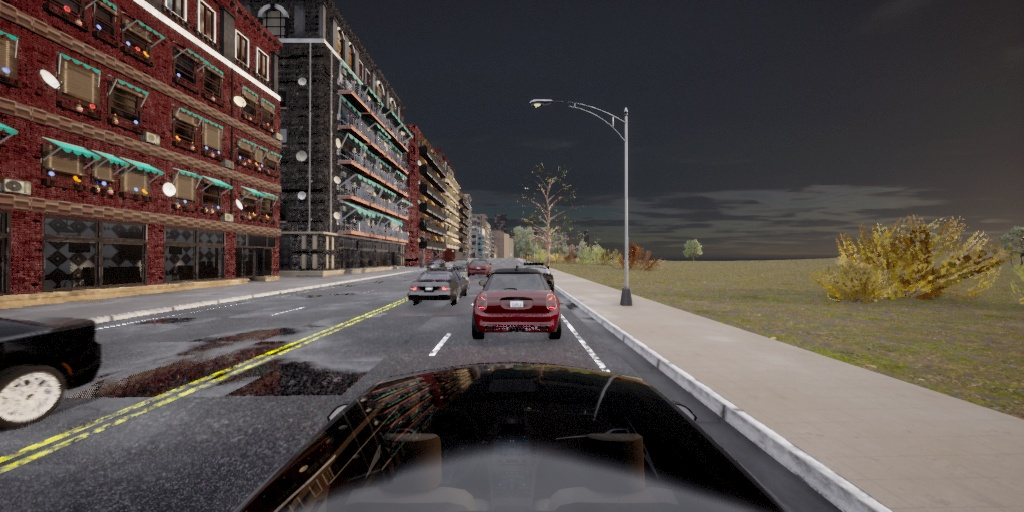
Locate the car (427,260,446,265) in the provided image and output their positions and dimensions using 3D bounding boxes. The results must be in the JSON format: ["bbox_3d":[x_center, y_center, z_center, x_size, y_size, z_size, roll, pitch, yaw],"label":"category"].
[{"bbox_3d":[-9.755,1.242,46.376,2.128,1.511,4.902,0,0,0],"label":"car"}]

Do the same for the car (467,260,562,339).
[{"bbox_3d":[0.113,1.103,10.194,2.097,1.767,4.553,0,0,0],"label":"car"}]

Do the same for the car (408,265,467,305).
[{"bbox_3d":[-3.122,1.299,16.112,2.033,1.411,5.357,0,0,0],"label":"car"}]

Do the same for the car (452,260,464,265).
[{"bbox_3d":[-6.505,1.256,46.137,1.837,1.490,4.892,0,0,0],"label":"car"}]

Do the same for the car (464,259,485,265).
[{"bbox_3d":[-3.074,1.103,35.039,2.097,1.767,4.553,0,0,0],"label":"car"}]

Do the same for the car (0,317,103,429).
[{"bbox_3d":[-6.599,1.228,2.784,1.882,1.535,5.008,0,0,0],"label":"car"}]

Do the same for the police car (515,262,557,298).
[{"bbox_3d":[1.174,1.177,19.689,1.930,1.638,5.238,0,0,0],"label":"police car"}]
